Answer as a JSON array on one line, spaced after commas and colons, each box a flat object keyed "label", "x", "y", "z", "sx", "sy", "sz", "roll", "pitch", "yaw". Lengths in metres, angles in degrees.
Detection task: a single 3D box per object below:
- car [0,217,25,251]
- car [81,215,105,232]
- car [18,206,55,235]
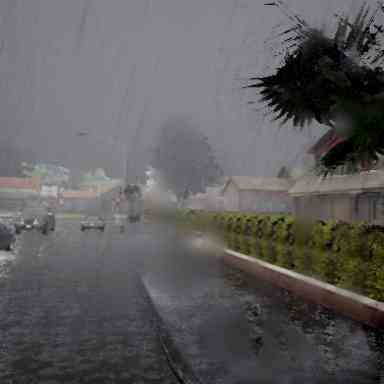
[{"label": "car", "x": -9.169, "y": 2.024, "z": 14.449, "sx": 2.033, "sy": 1.411, "sz": 5.357, "roll": 2, "pitch": -3, "yaw": -15}, {"label": "car", "x": -8.852, "y": 2.757, "z": 29.825, "sx": 1.994, "sy": 1.385, "sz": 4.181, "roll": 2, "pitch": -3, "yaw": -15}, {"label": "car", "x": -12.166, "y": 2.168, "z": 26.097, "sx": 2.150, "sy": 2.045, "sz": 5.566, "roll": 2, "pitch": -3, "yaw": -14}]
